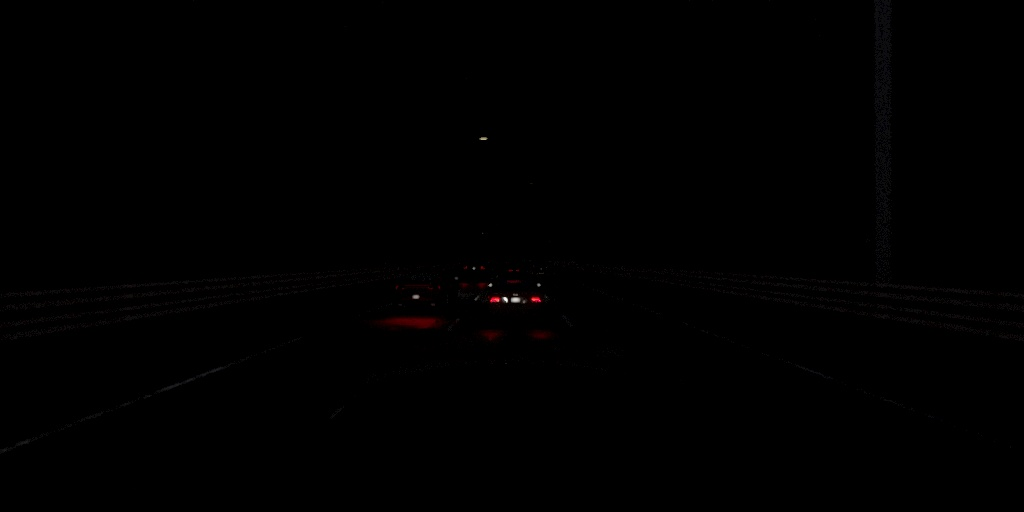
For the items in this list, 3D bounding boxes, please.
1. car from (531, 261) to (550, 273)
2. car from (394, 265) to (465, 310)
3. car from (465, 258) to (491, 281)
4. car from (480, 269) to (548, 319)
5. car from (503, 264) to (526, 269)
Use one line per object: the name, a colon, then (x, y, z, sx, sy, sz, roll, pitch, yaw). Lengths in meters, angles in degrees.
car: (3.940, 1.704, 49.436, 1.994, 1.385, 4.181, 0, -1, 2)
car: (-3.397, 1.312, 15.167, 1.882, 1.535, 5.008, 0, 0, 0)
car: (-3.288, 1.213, 34.060, 2.150, 2.045, 5.566, 0, -1, 1)
car: (0.101, 1.368, 13.126, 2.033, 1.411, 5.357, 0, 0, 0)
car: (0.225, 1.502, 34.716, 1.837, 1.490, 4.892, 0, -1, 1)
